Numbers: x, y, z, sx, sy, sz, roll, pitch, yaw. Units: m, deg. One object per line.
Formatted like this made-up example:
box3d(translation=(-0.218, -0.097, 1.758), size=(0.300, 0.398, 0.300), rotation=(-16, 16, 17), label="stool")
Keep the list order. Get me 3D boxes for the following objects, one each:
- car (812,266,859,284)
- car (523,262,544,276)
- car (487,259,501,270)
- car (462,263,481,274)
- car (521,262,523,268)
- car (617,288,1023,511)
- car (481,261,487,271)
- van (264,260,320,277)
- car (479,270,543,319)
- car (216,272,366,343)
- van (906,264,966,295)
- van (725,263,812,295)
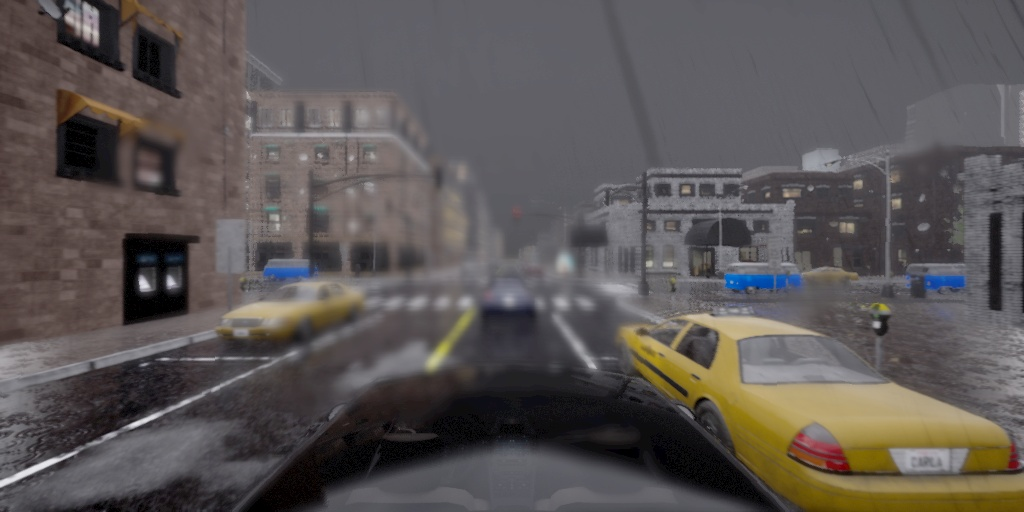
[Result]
box3d(translation=(25.479, 1.527, 29.376), size=(4.829, 1.417, 1.751), rotation=(0, 0, 0), label="car")
box3d(translation=(2.682, 1.516, 42.611), size=(1.967, 1.591, 4.097), rotation=(0, 0, 0), label="car")
box3d(translation=(-3.050, 1.455, 60.741), size=(2.150, 2.045, 5.566), rotation=(0, 0, 1), label="car")
box3d(translation=(-5.701, 1.676, 48.293), size=(2.007, 1.370, 4.403), rotation=(0, 0, 0), label="car")
box3d(translation=(2.679, 1.758, 54.004), size=(1.802, 1.307, 4.207), rotation=(0, 0, 0), label="car")
box3d(translation=(2.690, 1.297, 4.614), size=(1.751, 1.417, 4.829), rotation=(0, 0, 0), label="car")
box3d(translation=(-5.703, 1.776, 59.687), size=(2.007, 1.370, 4.403), rotation=(0, 0, 0), label="car")
box3d(translation=(-17.771, 1.242, 29.047), size=(3.998, 1.789, 1.690), rotation=(0, 0, 0), label="van")
box3d(translation=(-0.183, 1.404, 13.384), size=(1.994, 1.385, 4.181), rotation=(0, 0, -3), label="car")
box3d(translation=(-5.693, 1.340, 9.973), size=(1.751, 1.417, 4.829), rotation=(0, 0, 0), label="car")
box3d(translation=(25.695, 1.338, 20.997), size=(3.998, 1.789, 1.690), rotation=(0, 0, 0), label="van")
box3d(translation=(14.652, 1.307, 20.913), size=(3.998, 1.789, 1.690), rotation=(0, 0, 0), label="van")
